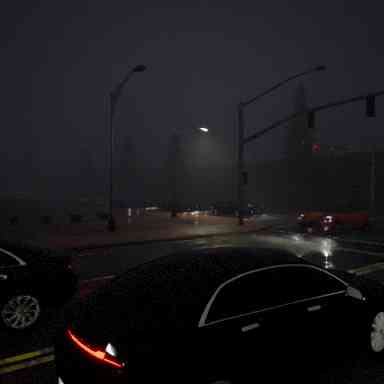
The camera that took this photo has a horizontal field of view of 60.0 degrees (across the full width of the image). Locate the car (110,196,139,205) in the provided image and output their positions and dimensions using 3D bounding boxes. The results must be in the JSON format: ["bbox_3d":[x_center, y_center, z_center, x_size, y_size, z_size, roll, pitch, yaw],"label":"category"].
[{"bbox_3d":[-12.055,1.477,59.655,5.008,1.535,1.882,0,0,26],"label":"car"}]

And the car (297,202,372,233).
[{"bbox_3d":[7.796,1.352,18.175,4.553,1.767,2.097,0,0,-36],"label":"car"}]

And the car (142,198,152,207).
[{"bbox_3d":[-7.715,1.564,48.734,4.181,1.385,1.994,0,0,35],"label":"car"}]

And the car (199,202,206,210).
[{"bbox_3d":[-0.363,1.505,41.912,1.837,1.490,4.892,0,0,-41],"label":"car"}]

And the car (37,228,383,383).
[{"bbox_3d":[0.823,1.505,4.384,4.892,1.490,1.837,0,0,-35],"label":"car"}]

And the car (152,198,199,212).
[{"bbox_3d":[-2.015,1.547,38.683,2.033,1.411,5.357,0,0,-39],"label":"car"}]

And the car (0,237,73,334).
[{"bbox_3d":[-4.341,1.505,5.193,4.892,1.490,1.837,0,0,-36],"label":"car"}]

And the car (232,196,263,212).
[{"bbox_3d":[5.231,1.352,34.765,2.097,1.767,4.553,0,0,-37],"label":"car"}]

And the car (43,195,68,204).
[{"bbox_3d":[-26.230,1.352,63.806,4.553,1.767,2.097,0,0,9],"label":"car"}]

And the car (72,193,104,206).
[{"bbox_3d":[-16.722,1.221,54.019,5.566,2.045,2.150,0,0,20],"label":"car"}]

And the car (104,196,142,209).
[{"bbox_3d":[-9.483,1.526,45.757,4.674,1.442,1.812,0,0,36],"label":"car"}]

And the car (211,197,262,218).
[{"bbox_3d":[3.793,1.505,30.861,1.837,1.490,4.892,0,0,-36],"label":"car"}]
